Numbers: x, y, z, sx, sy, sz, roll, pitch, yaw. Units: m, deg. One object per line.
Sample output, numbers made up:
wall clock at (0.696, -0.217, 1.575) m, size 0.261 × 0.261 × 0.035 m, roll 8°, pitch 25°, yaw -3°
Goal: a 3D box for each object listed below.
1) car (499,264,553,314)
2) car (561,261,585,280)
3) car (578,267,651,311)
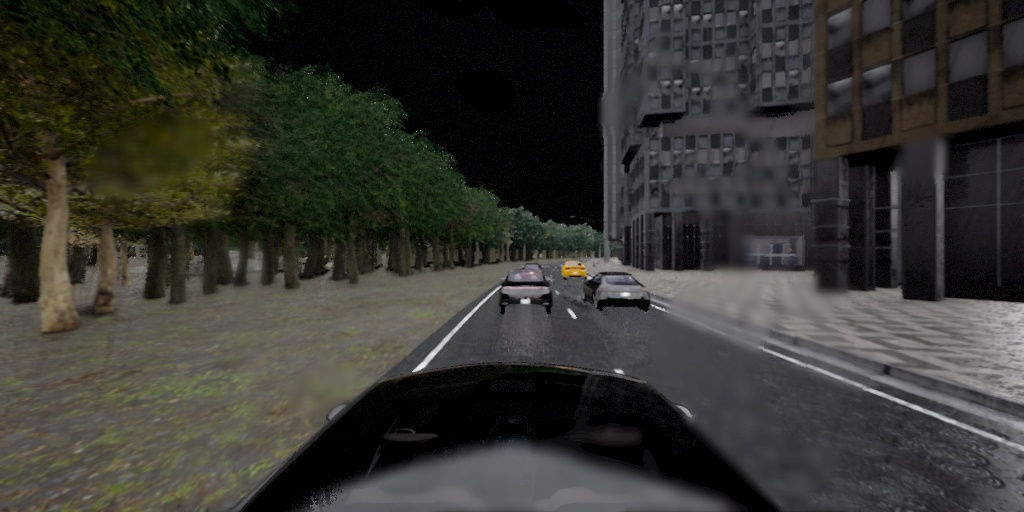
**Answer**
car at (0.541, 1.249, 13.908) m, size 2.128 × 1.511 × 4.902 m, roll 0°, pitch 0°, yaw 3°
car at (5.361, 1.201, 31.422) m, size 1.882 × 1.535 × 5.008 m, roll 0°, pitch 0°, yaw 6°
car at (4.083, 1.322, 14.592) m, size 1.994 × 1.385 × 4.181 m, roll 0°, pitch 0°, yaw 3°
